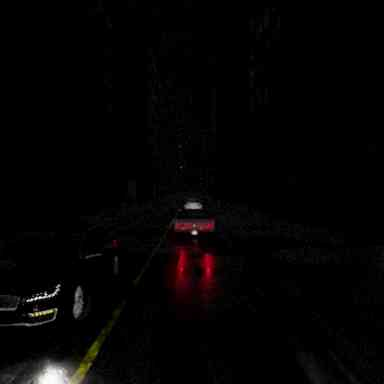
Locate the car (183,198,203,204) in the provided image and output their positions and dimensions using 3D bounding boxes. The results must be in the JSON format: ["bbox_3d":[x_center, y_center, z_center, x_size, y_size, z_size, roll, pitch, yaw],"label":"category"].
[{"bbox_3d":[0.132,1.331,32.637,1.812,1.442,4.674,0,0,0],"label":"car"}]

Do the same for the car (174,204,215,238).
[{"bbox_3d":[0.117,1.501,17.009,1.895,1.301,4.718,0,0,0],"label":"car"}]

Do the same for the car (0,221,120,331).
[{"bbox_3d":[-2.843,1.463,7.145,1.837,1.490,4.892,0,0,0],"label":"car"}]
